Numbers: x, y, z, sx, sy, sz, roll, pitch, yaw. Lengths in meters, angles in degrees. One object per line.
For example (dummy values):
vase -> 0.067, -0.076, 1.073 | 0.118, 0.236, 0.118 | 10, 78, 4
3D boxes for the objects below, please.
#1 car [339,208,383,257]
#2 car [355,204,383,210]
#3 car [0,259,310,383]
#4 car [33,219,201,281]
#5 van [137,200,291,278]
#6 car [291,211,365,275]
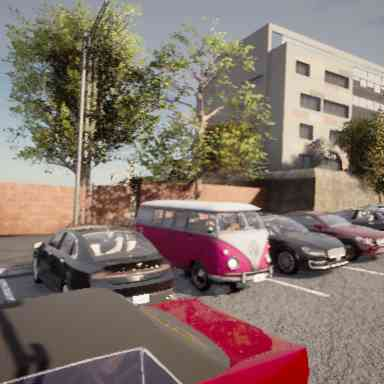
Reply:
car -> 4.691, 1.441, 12.167 | 2.002, 1.452, 4.674 | -1, 1, -35
car -> 6.889, 1.370, 13.681 | 2.231, 1.521, 4.892 | -1, 1, -35
car -> -1.326, 1.592, 2.424 | 4.718, 1.301, 1.895 | 0, 0, -35
car -> -2.201, 1.468, 7.377 | 2.231, 1.521, 4.892 | 1, 0, -35
van -> 0.168, 1.236, 8.885 | 1.878, 1.987, 4.442 | 0, 0, -35
car -> 2.395, 1.435, 10.580 | 2.231, 1.521, 4.892 | -1, 1, -35
